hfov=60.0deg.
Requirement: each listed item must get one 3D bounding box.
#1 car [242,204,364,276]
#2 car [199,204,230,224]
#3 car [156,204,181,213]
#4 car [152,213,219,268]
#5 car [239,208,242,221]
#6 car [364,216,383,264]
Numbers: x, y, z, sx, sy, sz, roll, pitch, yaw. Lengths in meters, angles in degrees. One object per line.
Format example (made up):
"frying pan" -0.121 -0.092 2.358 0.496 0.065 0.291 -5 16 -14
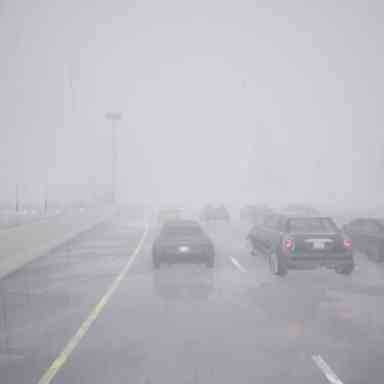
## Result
"car" 3.206 1.426 10.794 2.097 1.767 4.553 0 -1 -3
"car" 1.720 1.700 26.711 2.128 1.511 4.902 0 0 -7
"car" -1.969 1.709 27.892 1.882 1.535 5.008 0 -1 -8
"car" -0.352 1.660 11.748 1.994 1.385 4.181 0 0 -3
"car" 5.200 1.704 27.085 1.837 1.490 4.892 0 0 -7
"car" 6.646 1.598 12.019 1.812 1.442 4.674 0 -1 -3
